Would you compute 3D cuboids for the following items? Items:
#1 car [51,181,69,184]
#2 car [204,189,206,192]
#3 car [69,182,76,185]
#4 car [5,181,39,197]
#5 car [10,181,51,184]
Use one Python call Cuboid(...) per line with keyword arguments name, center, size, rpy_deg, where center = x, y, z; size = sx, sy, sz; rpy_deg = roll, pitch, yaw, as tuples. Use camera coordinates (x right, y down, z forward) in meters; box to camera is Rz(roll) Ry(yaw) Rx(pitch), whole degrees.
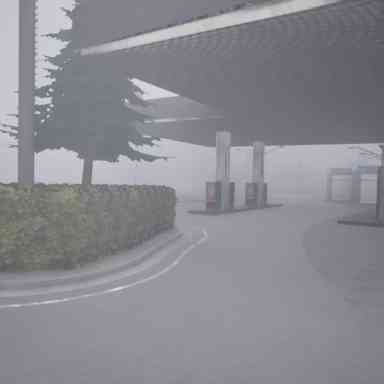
Cuboid(name="car", center=(-26.767, -1.255, 65.449), size=(3.866, 1.878, 1.905), rpy_deg=(2, 2, 35))
Cuboid(name="car", center=(4.896, -0.326, 65.594), size=(5.027, 1.636, 2.152), rpy_deg=(2, 2, 35))
Cuboid(name="car", center=(-25.429, -1.282, 68.061), size=(4.605, 1.855, 1.932), rpy_deg=(2, 2, 35))
Cuboid(name="car", center=(-21.754, -0.462, 42.421), size=(4.605, 1.855, 1.932), rpy_deg=(2, 2, 35))
Cuboid(name="car", center=(-17.222, -0.177, 35.204), size=(3.866, 1.878, 1.905), rpy_deg=(2, 2, 35))
